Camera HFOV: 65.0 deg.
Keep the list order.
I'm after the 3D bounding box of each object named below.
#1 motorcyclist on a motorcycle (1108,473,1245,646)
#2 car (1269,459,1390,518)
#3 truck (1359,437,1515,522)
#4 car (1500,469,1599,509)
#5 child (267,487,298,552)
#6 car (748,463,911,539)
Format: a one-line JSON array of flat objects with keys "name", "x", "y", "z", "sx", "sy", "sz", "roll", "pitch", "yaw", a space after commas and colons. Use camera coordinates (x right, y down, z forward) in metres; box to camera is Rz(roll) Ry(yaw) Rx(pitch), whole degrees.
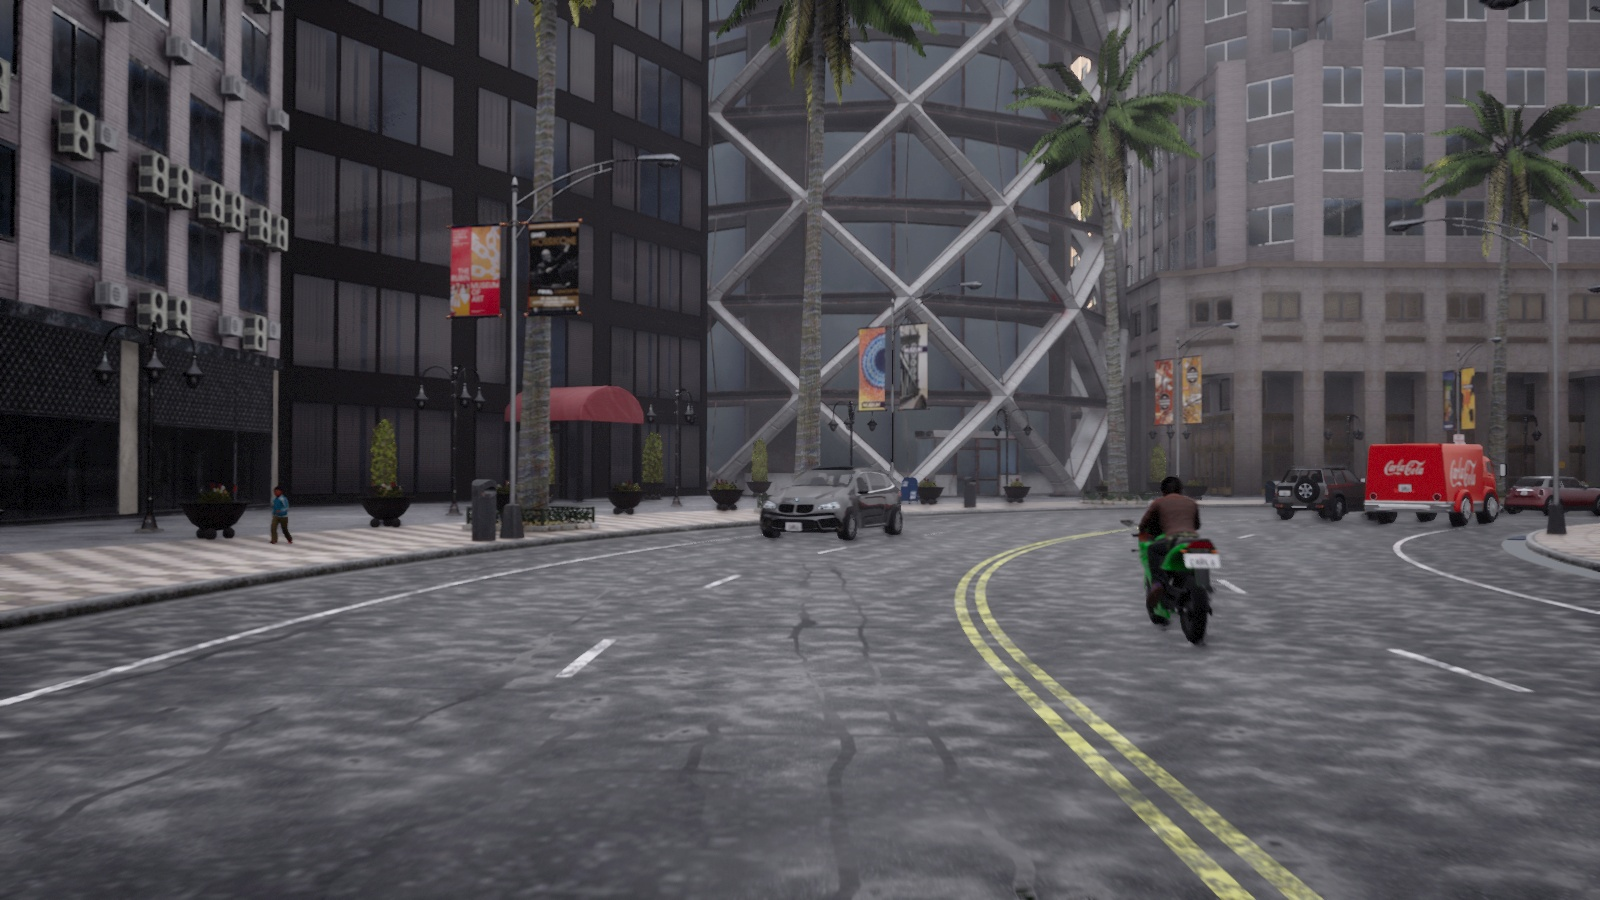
[{"name": "motorcyclist on a motorcycle", "x": 3.583, "y": 0.986, "z": 12.152, "sx": 0.797, "sy": 1.523, "sz": 2.044, "roll": 0, "pitch": -1, "yaw": 3}, {"name": "car", "x": 17.676, "y": 1.261, "z": 41.821, "sx": 4.605, "sy": 1.855, "sz": 1.932, "roll": 1, "pitch": -1, "yaw": -42}, {"name": "truck", "x": 19.871, "y": 0.903, "z": 39.094, "sx": 5.204, "sy": 2.467, "sz": 2.627, "roll": 1, "pitch": -2, "yaw": -43}, {"name": "car", "x": 29.110, "y": 1.469, "z": 48.106, "sx": 3.806, "sy": 1.475, "sz": 1.970, "roll": 0, "pitch": -1, "yaw": -20}, {"name": "child", "x": -9.665, "y": 1.283, "z": 23.444, "sx": 0.343, "sy": 1.192, "sz": 0.448, "roll": 0, "pitch": -1, "yaw": 10}, {"name": "car", "x": 0.806, "y": 1.160, "z": 30.137, "sx": 2.242, "sy": 1.667, "sz": 4.611, "roll": -1, "pitch": -1, "yaw": 25}]
